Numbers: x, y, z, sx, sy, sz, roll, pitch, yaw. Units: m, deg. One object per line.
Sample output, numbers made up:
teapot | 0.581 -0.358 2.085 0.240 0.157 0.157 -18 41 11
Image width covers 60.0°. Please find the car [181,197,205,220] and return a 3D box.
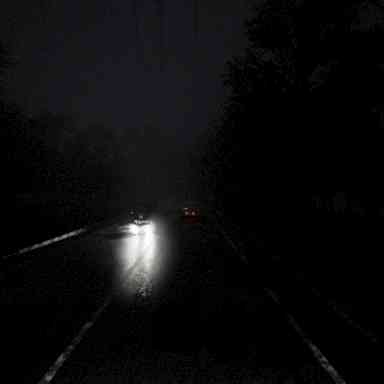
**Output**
car | 0.100 1.480 27.900 1.882 1.535 5.008 0 0 0

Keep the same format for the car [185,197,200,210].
car | 0.099 1.468 43.520 1.837 1.490 4.892 0 0 0

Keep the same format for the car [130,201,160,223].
car | -3.594 1.495 25.977 2.128 1.511 4.902 0 0 0
